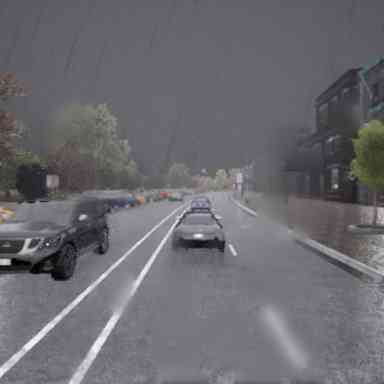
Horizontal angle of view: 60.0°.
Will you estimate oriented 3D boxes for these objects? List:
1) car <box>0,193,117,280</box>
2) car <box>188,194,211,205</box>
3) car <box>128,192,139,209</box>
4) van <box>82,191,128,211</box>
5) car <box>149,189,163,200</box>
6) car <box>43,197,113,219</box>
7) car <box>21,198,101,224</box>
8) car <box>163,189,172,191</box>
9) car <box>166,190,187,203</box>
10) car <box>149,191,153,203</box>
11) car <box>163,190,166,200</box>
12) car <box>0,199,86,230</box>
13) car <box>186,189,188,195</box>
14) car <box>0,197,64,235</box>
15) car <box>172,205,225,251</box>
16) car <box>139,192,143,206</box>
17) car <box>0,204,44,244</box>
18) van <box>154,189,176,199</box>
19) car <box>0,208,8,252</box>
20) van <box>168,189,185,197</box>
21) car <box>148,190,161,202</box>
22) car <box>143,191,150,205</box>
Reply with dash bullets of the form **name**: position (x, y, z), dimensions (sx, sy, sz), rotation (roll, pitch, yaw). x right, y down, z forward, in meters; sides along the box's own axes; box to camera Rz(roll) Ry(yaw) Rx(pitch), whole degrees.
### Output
- **car**: position (-4.146, 1.182, 10.174), dimensions (2.150, 2.045, 5.566), rotation (0, 1, 1)
- **car**: position (0.877, 1.178, 32.185), dimensions (2.033, 1.411, 5.357), rotation (0, 1, 3)
- **car**: position (-8.576, 1.077, 35.333), dimensions (5.008, 1.535, 2.097), rotation (-1, 1, -17)
- **van**: position (-8.824, 0.898, 32.317), dimensions (4.442, 1.987, 1.878), rotation (-1, 1, -18)
- **car**: position (-7.443, 0.703, 53.123), dimensions (4.553, 1.767, 2.185), rotation (-1, 1, -16)
- **car**: position (-8.964, 1.212, 26.430), dimensions (5.008, 1.535, 2.097), rotation (-1, 1, -18)
- **car**: position (-9.054, 1.258, 23.454), dimensions (5.008, 1.535, 2.097), rotation (-1, 1, -18)
- **car**: position (-7.045, 0.503, 59.030), dimensions (5.566, 2.045, 2.435), rotation (-1, 1, -16)
- **car**: position (-2.357, 0.842, 50.960), dimensions (1.882, 1.535, 5.008), rotation (0, 1, 4)
- **car**: position (-8.044, 0.978, 44.237), dimensions (4.792, 1.488, 2.163), rotation (-1, 1, -17)
- **car**: position (-7.253, 0.831, 56.086), dimensions (4.674, 1.452, 2.002), rotation (-1, 0, -16)
- **car**: position (-9.332, 1.305, 20.426), dimensions (5.366, 1.575, 1.946), rotation (-1, 1, -18)
- **car**: position (-4.356, 0.444, 85.604), dimensions (5.008, 1.535, 2.097), rotation (-1, 1, -13)
- **car**: position (-9.269, 1.225, 17.511), dimensions (4.553, 1.767, 2.185), rotation (-1, 1, -19)
- **car**: position (0.273, 1.483, 13.703), dimensions (1.994, 1.385, 4.181), rotation (0, 1, 1)
- **car**: position (-8.385, 0.907, 38.297), dimensions (4.553, 1.767, 2.185), rotation (-1, 1, -17)
- **car**: position (-9.304, 1.395, 14.546), dimensions (5.008, 1.535, 2.097), rotation (-1, 1, -19)
- **van**: position (-5.842, 0.385, 70.909), dimensions (4.442, 1.987, 1.878), rotation (-1, 0, -15)
- **car**: position (-9.377, 1.436, 11.578), dimensions (4.892, 1.521, 2.231), rotation (-1, 0, -19)
- **van**: position (-4.124, 0.182, 88.521), dimensions (4.442, 1.987, 1.878), rotation (-1, 1, -13)
- **car**: position (-7.695, 0.869, 50.161), dimensions (4.892, 1.521, 2.231), rotation (-1, 0, -16)
- **car**: position (-8.245, 0.990, 41.260), dimensions (5.008, 1.535, 2.097), rotation (-1, 1, -17)
